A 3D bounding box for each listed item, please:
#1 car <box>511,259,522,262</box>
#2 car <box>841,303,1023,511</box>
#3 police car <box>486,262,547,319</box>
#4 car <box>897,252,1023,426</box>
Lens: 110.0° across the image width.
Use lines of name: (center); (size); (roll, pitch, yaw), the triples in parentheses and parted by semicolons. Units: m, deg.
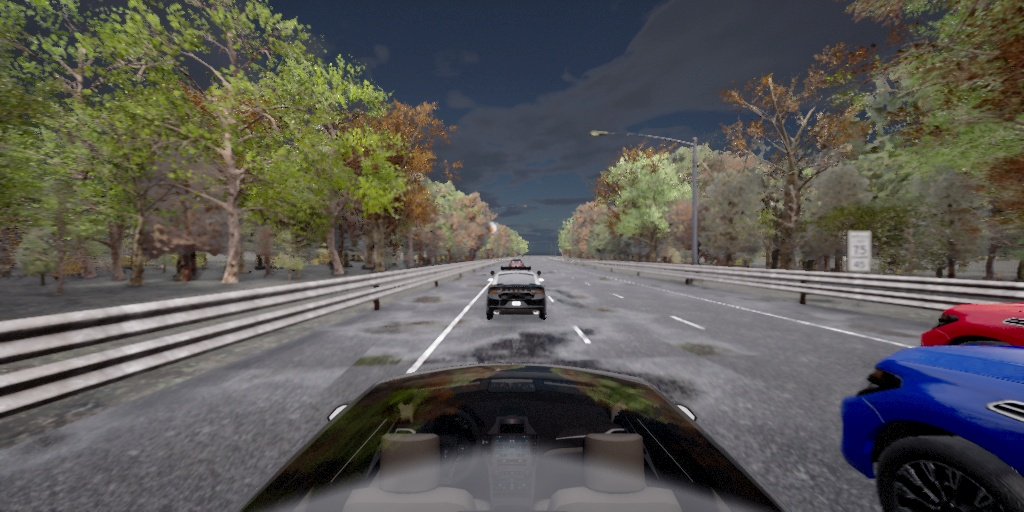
car: (0.564, 1.176, 44.611); (2.033, 1.649, 4.856); (0, 0, 1)
car: (3.602, 0.972, 0.331); (2.150, 2.045, 5.566); (0, 0, 0)
police car: (0.141, 1.174, 13.014); (1.930, 1.638, 5.238); (0, 0, 0)
car: (7.103, 0.971, 2.831); (2.150, 2.045, 5.566); (0, 0, 0)
